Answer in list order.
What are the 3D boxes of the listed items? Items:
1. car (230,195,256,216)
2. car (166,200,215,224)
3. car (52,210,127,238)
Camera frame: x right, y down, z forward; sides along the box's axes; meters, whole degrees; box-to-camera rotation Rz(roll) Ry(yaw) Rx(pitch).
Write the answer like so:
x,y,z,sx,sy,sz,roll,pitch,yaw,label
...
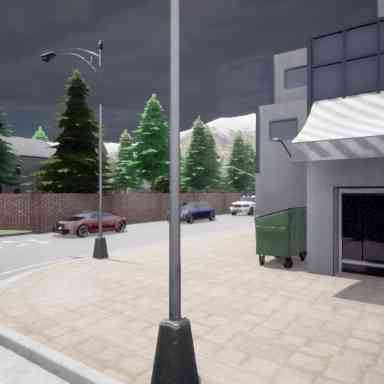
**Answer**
x,y,z,sx,sy,sz,roll,pitch,yaw,label
6.137,1.398,35.409,2.150,2.045,5.566,0,0,36,car
-0.040,1.528,27.085,2.097,1.767,4.553,0,0,37,car
-5.827,1.740,19.270,1.994,1.385,4.181,0,0,37,car
